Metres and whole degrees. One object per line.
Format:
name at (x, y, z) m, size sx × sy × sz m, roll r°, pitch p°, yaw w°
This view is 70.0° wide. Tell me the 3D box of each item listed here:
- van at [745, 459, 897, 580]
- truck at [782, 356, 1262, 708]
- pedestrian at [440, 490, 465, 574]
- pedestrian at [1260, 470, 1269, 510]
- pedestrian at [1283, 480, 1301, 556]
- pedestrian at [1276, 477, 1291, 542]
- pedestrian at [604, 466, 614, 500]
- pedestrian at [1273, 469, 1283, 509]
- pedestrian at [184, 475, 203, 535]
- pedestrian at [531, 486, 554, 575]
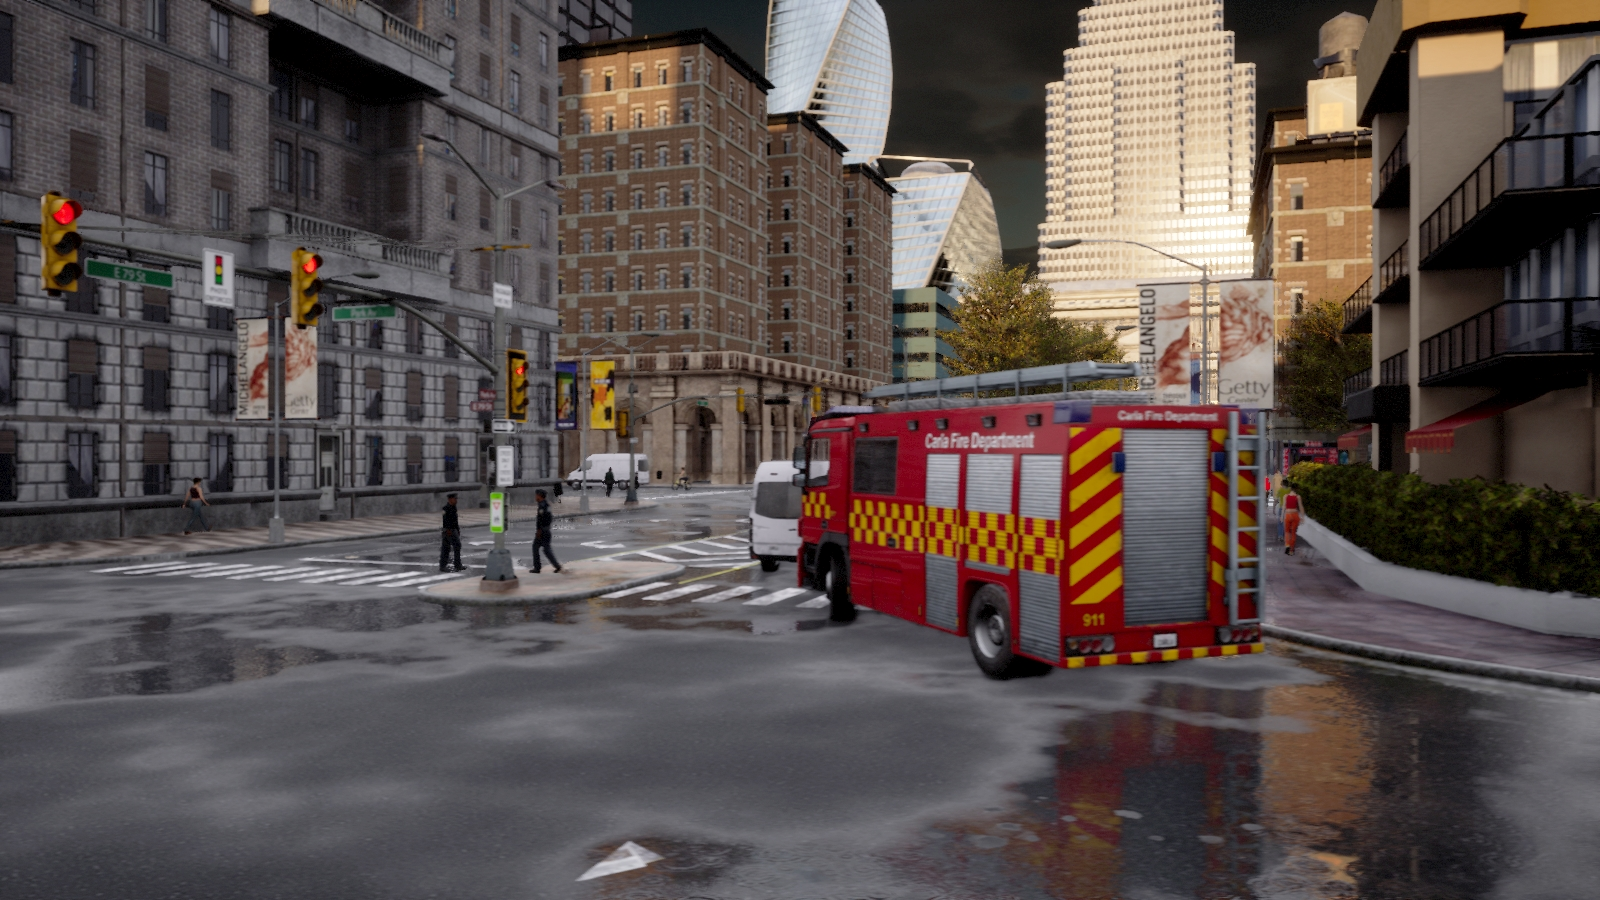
van at (0.675, 1.535, 27.817) m, size 1.988 × 2.561 × 5.915 m, roll 0°, pitch 0°, yaw 19°
truck at (2.557, 0.891, 16.880) m, size 2.891 × 3.827 × 8.468 m, roll 0°, pitch 0°, yaw -21°
pedestrian at (-7.865, 1.851, 25.854) m, size 0.375 × 1.860 × 0.375 m, roll 0°, pitch 0°, yaw 21°
pedestrian at (21.635, 1.849, 53.226) m, size 0.375 × 1.860 × 0.375 m, roll 0°, pitch 0°, yaw 22°
pedestrian at (12.292, 1.698, 28.544) m, size 0.375 × 1.860 × 0.375 m, roll 0°, pitch 0°, yaw 26°
pedestrian at (13.842, 1.696, 32.730) m, size 0.375 × 1.860 × 0.375 m, roll 0°, pitch 0°, yaw 20°
pedestrian at (-10.706, 1.847, 63.989) m, size 0.375 × 1.860 × 0.375 m, roll 0°, pitch 0°, yaw 22°
pedestrian at (22.534, 1.849, 53.870) m, size 0.375 × 1.860 × 0.375 m, roll 0°, pitch 0°, yaw 29°
pedestrian at (-18.893, 1.699, 35.612) m, size 0.375 × 1.860 × 0.375 m, roll 0°, pitch 0°, yaw 20°
pedestrian at (-5.469, 1.706, 24.280) m, size 0.375 × 1.860 × 0.375 m, roll 0°, pitch 0°, yaw 10°
